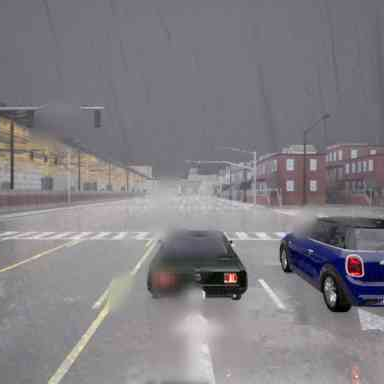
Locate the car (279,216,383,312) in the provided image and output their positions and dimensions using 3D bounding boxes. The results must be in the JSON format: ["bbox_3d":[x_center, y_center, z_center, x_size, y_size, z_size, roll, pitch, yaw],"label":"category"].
[{"bbox_3d":[3.599,1.352,7.861,2.097,1.767,4.553,0,0,-1],"label":"car"}]

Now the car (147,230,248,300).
[{"bbox_3d":[0.100,1.601,8.317,1.895,1.301,4.718,0,0,0],"label":"car"}]
